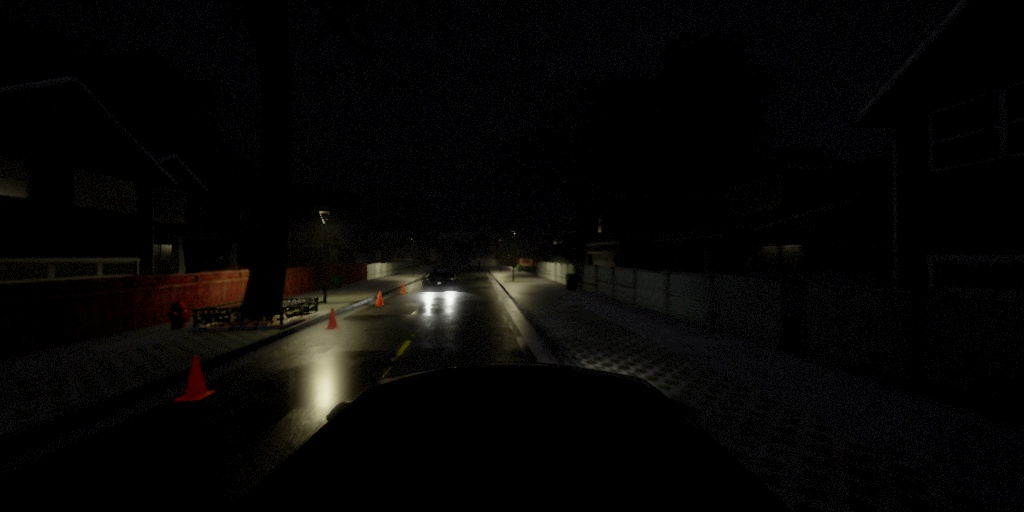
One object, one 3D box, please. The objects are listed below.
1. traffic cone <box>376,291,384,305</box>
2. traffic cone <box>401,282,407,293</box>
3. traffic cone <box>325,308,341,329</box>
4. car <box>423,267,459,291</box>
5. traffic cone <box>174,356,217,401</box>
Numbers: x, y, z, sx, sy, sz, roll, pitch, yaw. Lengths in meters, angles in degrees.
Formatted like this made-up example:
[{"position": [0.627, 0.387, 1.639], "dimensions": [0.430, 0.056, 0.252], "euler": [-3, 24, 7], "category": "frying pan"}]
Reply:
[{"position": [-5.597, 1.774, 15.180], "dimensions": [0.340, 0.580, 0.340], "euler": [0, 0, -6], "category": "traffic cone"}, {"position": [-6.091, 1.784, 20.156], "dimensions": [0.340, 0.580, 0.340], "euler": [0, 0, -6], "category": "traffic cone"}, {"position": [-5.102, 1.763, 10.205], "dimensions": [0.340, 0.580, 0.340], "euler": [0, 0, -6], "category": "traffic cone"}, {"position": [-4.405, 1.379, 22.628], "dimensions": [1.994, 1.385, 4.181], "euler": [-1, 0, -6], "category": "car"}, {"position": [-4.607, 1.753, 5.230], "dimensions": [0.340, 0.580, 0.340], "euler": [0, 0, -6], "category": "traffic cone"}]
